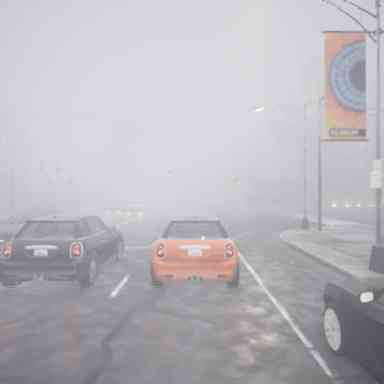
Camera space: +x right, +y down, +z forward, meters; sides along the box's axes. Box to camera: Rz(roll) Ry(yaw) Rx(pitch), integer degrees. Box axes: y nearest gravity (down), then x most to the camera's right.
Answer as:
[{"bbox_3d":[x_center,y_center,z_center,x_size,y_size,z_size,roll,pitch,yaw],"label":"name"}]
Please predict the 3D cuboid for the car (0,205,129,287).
[{"bbox_3d":[-3.418,1.411,9.671,2.097,1.767,4.553,0,0,0],"label":"car"}]

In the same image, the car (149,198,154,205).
[{"bbox_3d":[-7.189,1.895,64.765,1.837,1.490,4.892,0,-1,21],"label":"car"}]

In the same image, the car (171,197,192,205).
[{"bbox_3d":[-2.310,1.969,74.162,2.128,1.511,4.902,0,0,33],"label":"car"}]

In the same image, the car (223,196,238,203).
[{"bbox_3d":[10.571,2.018,82.652,4.674,1.442,1.812,0,0,-37],"label":"car"}]

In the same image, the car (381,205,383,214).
[{"bbox_3d":[23.393,1.728,37.317,4.892,1.490,1.837,0,0,0],"label":"car"}]

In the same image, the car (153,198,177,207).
[{"bbox_3d":[-4.851,1.927,60.586,1.994,1.385,4.181,0,0,17],"label":"car"}]

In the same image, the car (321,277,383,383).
[{"bbox_3d":[2.900,1.499,3.078,2.097,1.535,5.008,0,0,0],"label":"car"}]

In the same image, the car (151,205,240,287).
[{"bbox_3d":[0.081,1.411,9.667,2.097,1.767,4.553,0,0,0],"label":"car"}]

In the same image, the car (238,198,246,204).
[{"bbox_3d":[13.664,1.933,76.196,5.008,1.535,1.882,0,0,-37],"label":"car"}]

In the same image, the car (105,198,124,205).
[{"bbox_3d":[-10.399,1.626,45.731,2.097,1.767,4.553,0,0,2],"label":"car"}]

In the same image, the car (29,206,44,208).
[{"bbox_3d":[-10.604,1.687,23.196,2.033,1.411,5.357,0,0,0],"label":"car"}]

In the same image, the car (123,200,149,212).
[{"bbox_3d":[-7.017,1.778,42.153,1.812,1.442,4.674,0,0,1],"label":"car"}]

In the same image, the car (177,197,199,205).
[{"bbox_3d":[-0.972,1.913,61.177,2.033,1.411,5.357,0,0,20],"label":"car"}]

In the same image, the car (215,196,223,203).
[{"bbox_3d":[7.961,1.864,85.044,4.553,1.767,2.097,0,0,-40],"label":"car"}]

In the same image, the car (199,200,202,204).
[{"bbox_3d":[0.084,2.023,71.476,1.895,1.301,4.718,0,0,33],"label":"car"}]
